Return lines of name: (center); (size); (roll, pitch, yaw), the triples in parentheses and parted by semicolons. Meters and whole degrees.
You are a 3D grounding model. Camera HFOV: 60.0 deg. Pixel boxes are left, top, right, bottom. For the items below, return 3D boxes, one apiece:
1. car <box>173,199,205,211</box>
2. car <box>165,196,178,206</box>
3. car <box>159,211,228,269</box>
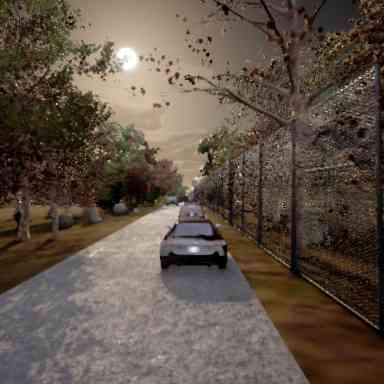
car: (-0.008, 1.465, 24.040); (2.033, 1.411, 5.357); (0, 0, 0)
car: (-3.035, 1.455, 51.921); (1.837, 1.490, 4.892); (0, -1, 0)
car: (0.045, 1.525, 10.995); (1.994, 1.385, 4.181); (0, 0, 0)
